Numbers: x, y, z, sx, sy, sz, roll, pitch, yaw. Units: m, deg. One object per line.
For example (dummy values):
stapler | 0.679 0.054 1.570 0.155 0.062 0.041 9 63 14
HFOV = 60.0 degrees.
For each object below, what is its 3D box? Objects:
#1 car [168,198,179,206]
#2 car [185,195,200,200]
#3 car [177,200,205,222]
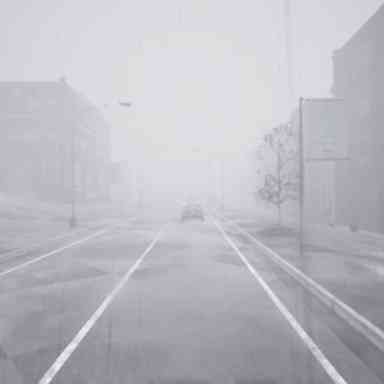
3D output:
car | -3.429 1.834 62.043 2.033 1.411 5.357 0 0 1
car | 0.079 1.462 54.745 2.150 2.045 5.566 0 0 0
car | 0.078 1.661 27.662 2.033 1.411 5.357 0 0 1
